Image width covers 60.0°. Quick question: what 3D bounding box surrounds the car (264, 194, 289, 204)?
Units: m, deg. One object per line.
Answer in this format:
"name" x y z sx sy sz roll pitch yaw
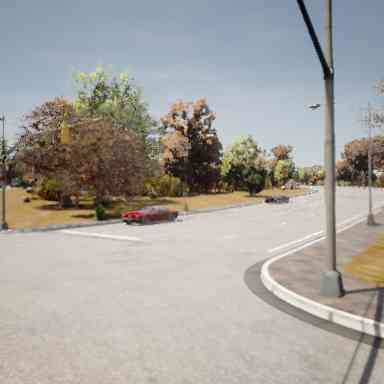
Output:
"car" 11.601 0.913 45.424 1.895 1.301 4.718 -1 2 36

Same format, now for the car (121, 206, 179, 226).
"car" -3.130 1.762 25.376 1.895 1.301 4.718 -1 0 36
